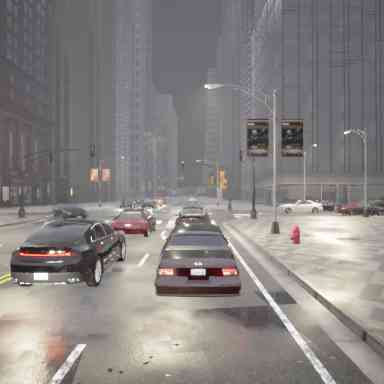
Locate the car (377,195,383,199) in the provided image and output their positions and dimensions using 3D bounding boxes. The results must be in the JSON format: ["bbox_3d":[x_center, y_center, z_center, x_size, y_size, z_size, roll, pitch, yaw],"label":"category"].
[{"bbox_3d":[21.522,1.261,36.070,5.566,2.045,2.150,-1,-1,-1],"label":"car"}]

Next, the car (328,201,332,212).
[{"bbox_3d":[15.246,1.662,38.732,4.313,1.339,1.947,0,0,-1],"label":"car"}]

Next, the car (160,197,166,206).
[{"bbox_3d":[-6.476,1.647,60.129,2.097,1.767,4.553,0,0,0],"label":"car"}]

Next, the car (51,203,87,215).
[{"bbox_3d":[-10.567,1.633,28.608,2.033,1.411,5.357,1,-1,-37],"label":"car"}]

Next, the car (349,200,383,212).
[{"bbox_3d":[20.886,1.643,38.810,4.313,1.339,1.947,0,0,-1],"label":"car"}]

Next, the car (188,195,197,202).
[{"bbox_3d":[0.127,1.685,80.637,2.150,2.045,5.566,0,0,0],"label":"car"}]

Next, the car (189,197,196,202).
[{"bbox_3d":[0.143,2.027,91.214,1.882,1.535,5.008,0,0,0],"label":"car"}]

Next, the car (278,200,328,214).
[{"bbox_3d":[11.692,1.601,35.924,4.674,1.442,1.812,0,-1,-1],"label":"car"}]

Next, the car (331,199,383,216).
[{"bbox_3d":[15.363,1.577,30.208,4.206,1.307,1.802,0,0,-1],"label":"car"}]

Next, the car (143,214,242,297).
[{"bbox_3d":[0.120,1.557,8.762,2.033,1.411,5.357,0,0,0],"label":"car"}]

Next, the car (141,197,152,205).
[{"bbox_3d":[-9.639,1.905,71.105,1.812,1.442,4.674,0,0,0],"label":"car"}]

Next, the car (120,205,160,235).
[{"bbox_3d":[-3.122,1.601,18.251,1.994,1.385,4.181,0,0,0],"label":"car"}]

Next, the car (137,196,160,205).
[{"bbox_3d":[-6.515,1.777,50.847,2.033,1.411,5.357,0,0,0],"label":"car"}]

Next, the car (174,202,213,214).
[{"bbox_3d":[0.076,1.543,18.501,1.837,1.490,4.892,0,0,1],"label":"car"}]

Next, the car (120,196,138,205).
[{"bbox_3d":[-9.795,1.734,50.739,1.837,1.490,4.892,0,0,-2],"label":"car"}]

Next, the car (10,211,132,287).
[{"bbox_3d":[-3.136,1.516,9.351,1.837,1.490,4.892,0,0,0],"label":"car"}]

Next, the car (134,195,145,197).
[{"bbox_3d":[-9.722,1.522,60.758,2.150,2.045,5.566,0,0,0],"label":"car"}]
